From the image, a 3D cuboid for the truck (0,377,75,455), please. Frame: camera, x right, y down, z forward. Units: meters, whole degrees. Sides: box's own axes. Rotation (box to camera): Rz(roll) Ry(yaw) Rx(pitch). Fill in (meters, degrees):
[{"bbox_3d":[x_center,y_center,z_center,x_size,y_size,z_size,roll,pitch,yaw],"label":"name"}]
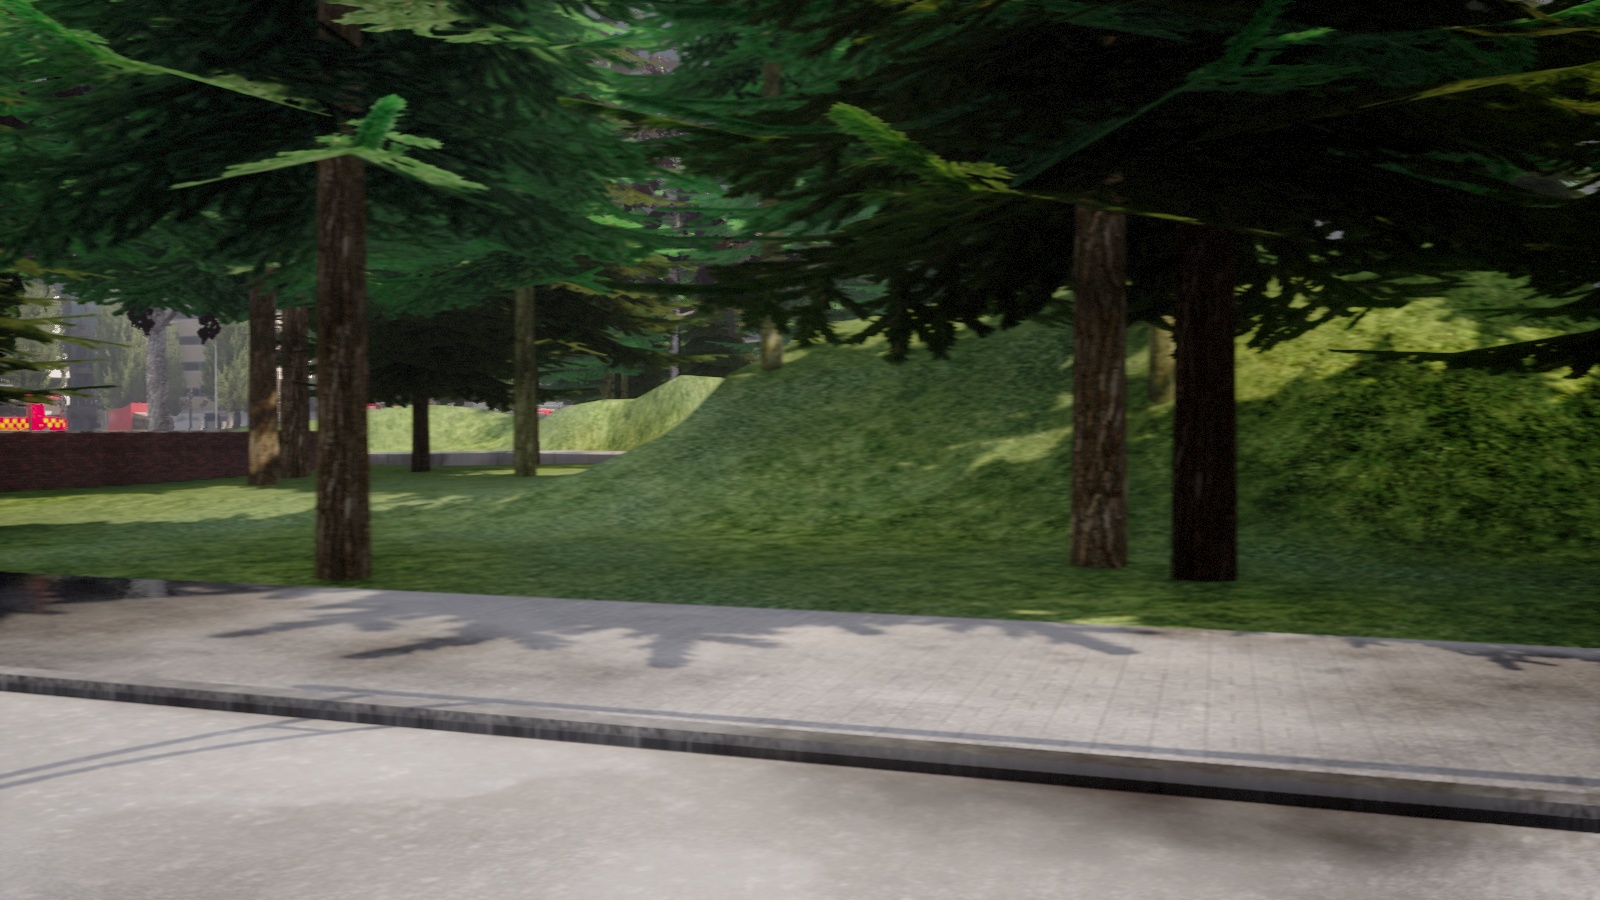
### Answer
[{"bbox_3d":[-40.353,-1.680,61.608,2.891,3.827,8.468,1,1,19],"label":"truck"}]
